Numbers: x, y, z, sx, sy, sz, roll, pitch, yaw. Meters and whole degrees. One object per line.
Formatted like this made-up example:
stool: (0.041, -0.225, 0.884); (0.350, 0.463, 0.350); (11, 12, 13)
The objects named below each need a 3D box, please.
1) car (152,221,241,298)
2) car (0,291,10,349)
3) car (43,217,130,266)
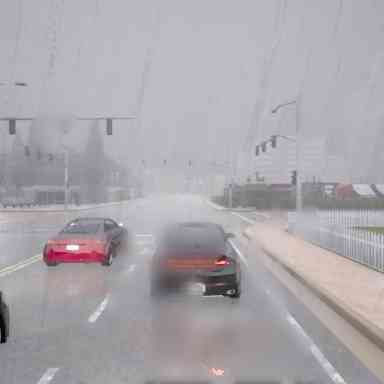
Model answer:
car: (0.088, 1.505, 8.478); (1.837, 1.490, 4.892); (0, 0, 0)
car: (-3.408, 1.492, 2.609); (2.128, 1.511, 4.902); (0, 0, 0)
car: (-3.416, 1.564, 11.517); (1.994, 1.385, 4.181); (0, 0, 0)
